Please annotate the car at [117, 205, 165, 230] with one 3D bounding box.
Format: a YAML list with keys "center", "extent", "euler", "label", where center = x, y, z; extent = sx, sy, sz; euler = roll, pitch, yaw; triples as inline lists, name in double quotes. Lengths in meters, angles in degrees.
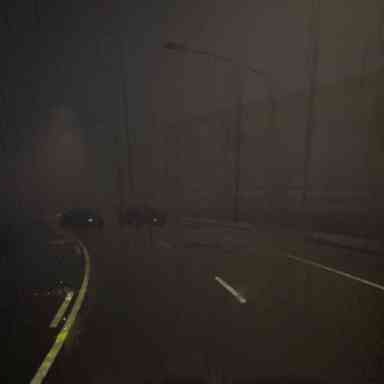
- center: [-3.654, 1.671, 23.205]
  extent: [1.882, 1.535, 5.008]
  euler: [1, -1, -32]
  label: "car"

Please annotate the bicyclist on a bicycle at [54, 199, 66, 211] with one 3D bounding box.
- center: [-18.854, 1.874, 47.319]
  extent: [1.656, 1.620, 0.582]
  euler: [-10, 7, -35]
  label: "bicyclist on a bicycle"

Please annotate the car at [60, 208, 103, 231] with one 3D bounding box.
- center: [-7.641, 1.791, 22.824]
  extent: [1.994, 1.385, 4.181]
  euler: [0, -1, -35]
  label: "car"

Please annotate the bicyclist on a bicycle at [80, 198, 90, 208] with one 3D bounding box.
- center: [-17.266, 1.828, 53.866]
  extent: [1.656, 1.620, 0.582]
  euler: [0, 0, 0]
  label: "bicyclist on a bicycle"

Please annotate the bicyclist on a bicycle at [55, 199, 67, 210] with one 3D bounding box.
- center: [-19.023, 1.805, 48.270]
  extent: [0.582, 1.620, 1.656]
  euler: [-1, 0, 20]
  label: "bicyclist on a bicycle"
